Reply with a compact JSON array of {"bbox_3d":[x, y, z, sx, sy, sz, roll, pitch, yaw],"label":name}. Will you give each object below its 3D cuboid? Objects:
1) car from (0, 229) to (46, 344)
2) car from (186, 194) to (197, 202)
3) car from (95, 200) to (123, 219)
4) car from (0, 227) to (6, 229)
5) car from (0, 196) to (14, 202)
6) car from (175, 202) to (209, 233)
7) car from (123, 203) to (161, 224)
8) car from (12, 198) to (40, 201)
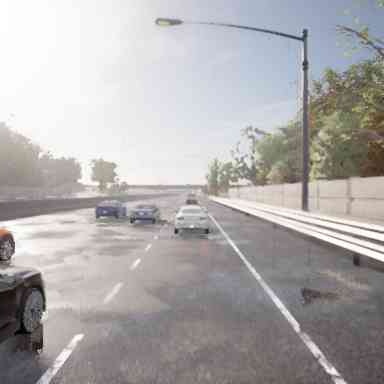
[{"bbox_3d":[-3.400,1.489,3.784,2.128,1.511,4.902,0,0,0],"label":"car"},{"bbox_3d":[-0.042,1.496,55.962,1.882,1.535,5.008,0,0,0],"label":"car"},{"bbox_3d":[-6.919,1.466,28.887,1.882,1.535,5.008,0,0,0],"label":"car"},{"bbox_3d":[-6.908,1.346,9.183,2.097,1.767,4.553,0,0,0],"label":"car"},{"bbox_3d":[-24.601,1.346,43.264,2.097,1.767,4.553,0,0,0],"label":"car"},{"bbox_3d":[-0.016,1.518,19.327,1.812,1.442,4.674,0,0,0],"label":"car"},{"bbox_3d":[-3.421,1.537,24.982,2.033,1.411,5.357,0,0,0],"label":"car"},{"bbox_3d":[-21.096,1.596,43.748,1.895,1.301,4.718,0,0,0],"label":"car"}]
